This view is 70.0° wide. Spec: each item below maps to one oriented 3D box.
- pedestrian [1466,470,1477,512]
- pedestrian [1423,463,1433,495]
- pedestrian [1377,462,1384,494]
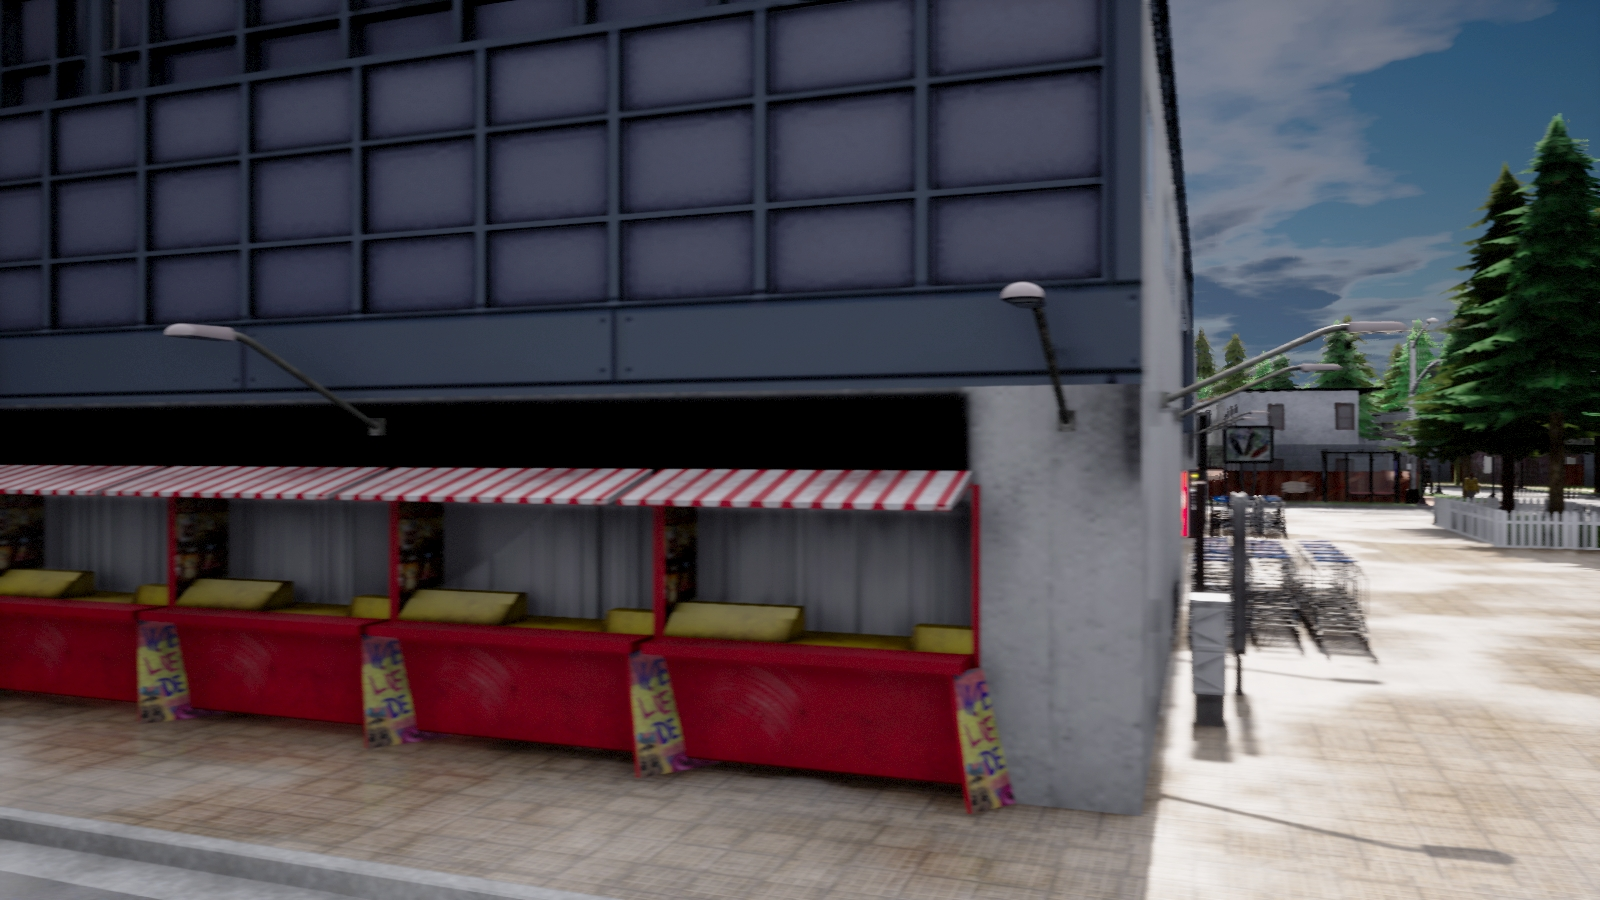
[{"bbox_3d":[30.252,1.828,51.456,0.375,1.860,0.375,0,0,21],"label":"pedestrian"},{"bbox_3d":[36.403,1.659,66.211,0.375,1.860,0.375,0,0,2],"label":"pedestrian"},{"bbox_3d":[34.536,1.658,67.988,0.375,1.860,0.375,0,0,22],"label":"pedestrian"}]
